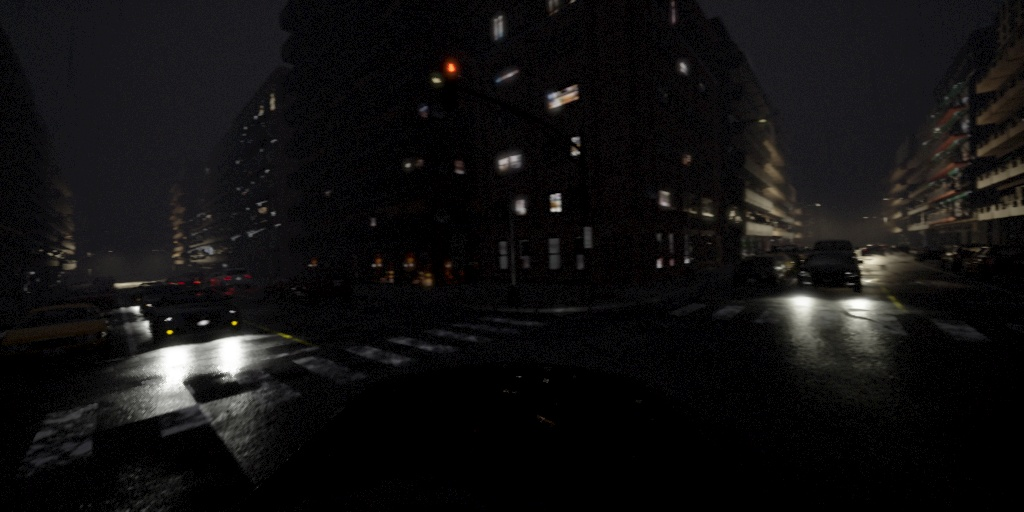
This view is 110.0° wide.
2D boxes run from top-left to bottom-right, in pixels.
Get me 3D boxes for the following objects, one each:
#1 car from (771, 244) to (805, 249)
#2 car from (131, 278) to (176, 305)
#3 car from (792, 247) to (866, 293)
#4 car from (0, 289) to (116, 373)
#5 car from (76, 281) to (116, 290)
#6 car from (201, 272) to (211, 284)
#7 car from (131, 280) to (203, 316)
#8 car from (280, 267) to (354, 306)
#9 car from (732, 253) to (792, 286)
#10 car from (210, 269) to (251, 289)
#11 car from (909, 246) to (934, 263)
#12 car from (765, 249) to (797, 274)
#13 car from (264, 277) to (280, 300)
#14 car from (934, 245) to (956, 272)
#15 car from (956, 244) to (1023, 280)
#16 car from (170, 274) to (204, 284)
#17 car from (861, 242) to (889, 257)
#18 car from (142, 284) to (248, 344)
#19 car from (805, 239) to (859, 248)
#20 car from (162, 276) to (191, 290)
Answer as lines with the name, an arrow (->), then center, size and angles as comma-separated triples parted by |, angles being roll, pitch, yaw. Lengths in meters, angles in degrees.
car -> 19.926, 0.057, 26.088 | 2.192, 1.841, 5.009 | 0, 0, 43
car -> -24.705, 2.510, 24.615 | 4.181, 1.385, 1.994 | -3, 0, 42
car -> 13.453, 0.564, 15.209 | 1.882, 1.535, 5.008 | -1, 1, 43
car -> -11.608, 1.849, 9.328 | 4.829, 1.417, 1.751 | 0, 0, 42
car -> -24.345, 2.478, 20.818 | 4.507, 1.381, 1.888 | 0, 0, 42
car -> -33.186, 2.696, 40.603 | 4.553, 1.767, 2.097 | -3, 0, 42
car -> -17.325, 2.138, 17.942 | 5.357, 1.411, 2.033 | -3, 0, 42
car -> -10.402, 1.563, 19.477 | 5.009, 1.841, 2.192 | 0, 0, 42
car -> 12.253, 0.665, 17.711 | 1.948, 1.339, 4.313 | 0, 0, 43
car -> -28.046, 2.324, 35.953 | 5.566, 2.045, 2.150 | -3, 0, 42
car -> 33.776, -0.178, 28.803 | 1.802, 1.307, 4.207 | 0, 0, 43
car -> 15.975, 0.446, 21.775 | 1.751, 1.417, 4.829 | 0, 0, 43
car -> -14.605, 1.997, 23.269 | 4.507, 1.381, 1.888 | 0, 0, 42
car -> 26.103, 0.035, 20.426 | 1.967, 1.591, 4.097 | 0, 0, 43
car -> 22.266, 0.213, 16.238 | 1.967, 1.591, 4.097 | 0, 0, 43
car -> -33.459, 2.887, 36.805 | 4.674, 1.442, 1.812 | -3, 0, 42
car -> 42.535, -0.643, 42.345 | 1.994, 1.385, 4.181 | -1, 1, 43
car -> -10.397, 1.819, 11.692 | 4.181, 1.385, 1.994 | -3, 0, 42
car -> 20.184, -0.006, 22.561 | 2.150, 2.045, 5.566 | -1, 1, 42
car -> -40.418, 3.243, 43.091 | 5.357, 1.411, 2.033 | -3, 0, 42
